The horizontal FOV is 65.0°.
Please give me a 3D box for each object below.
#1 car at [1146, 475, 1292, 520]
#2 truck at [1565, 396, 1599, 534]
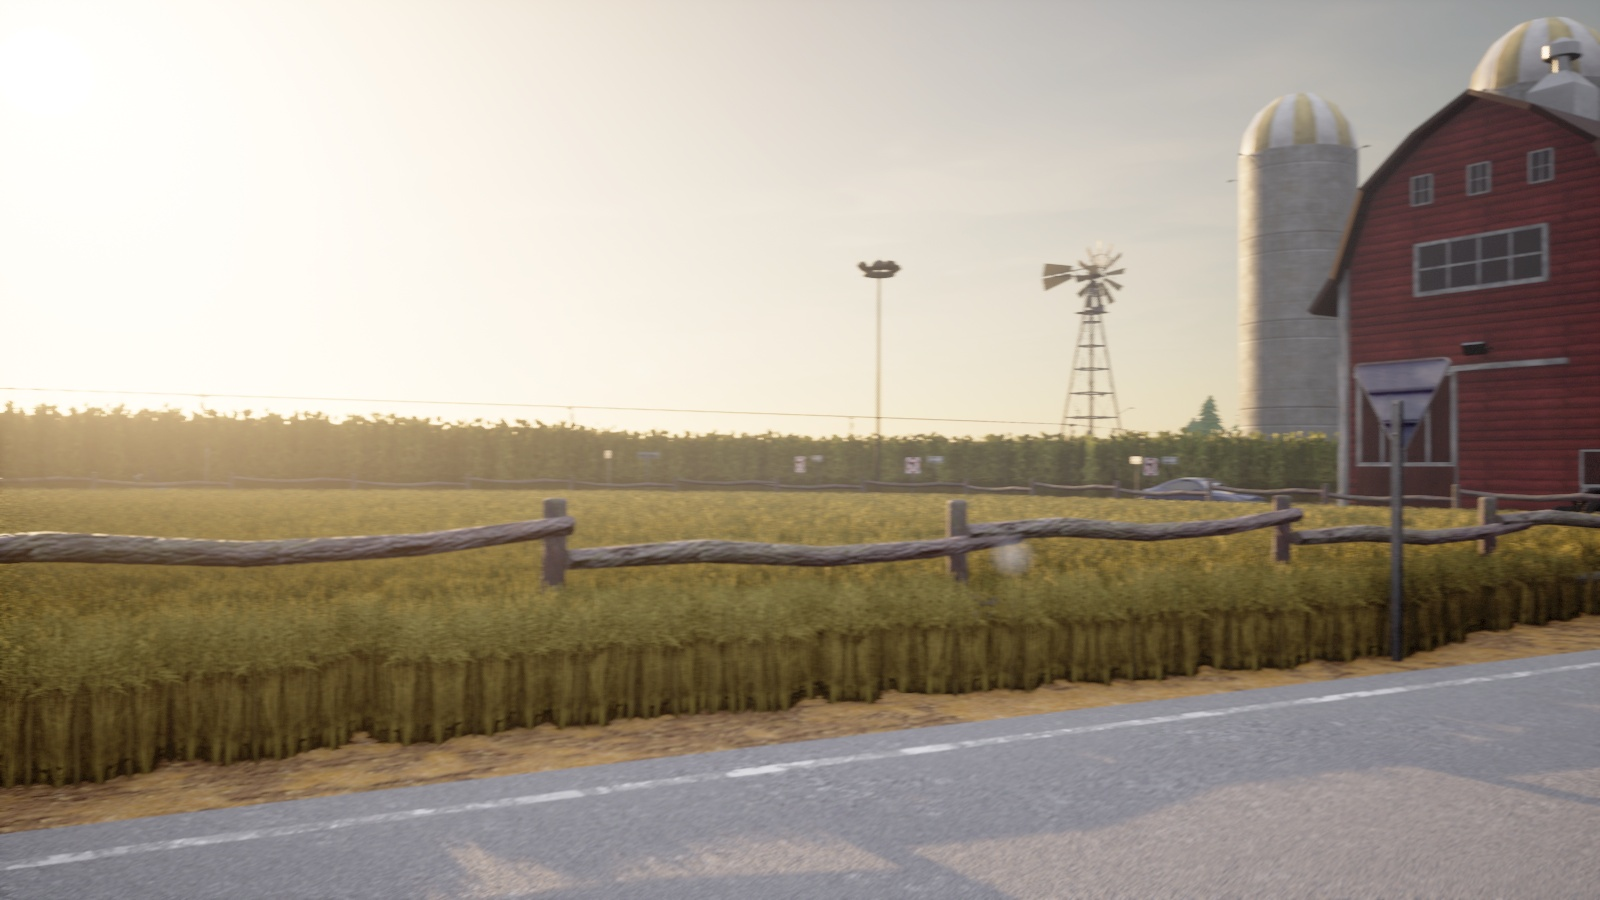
[{"bbox_3d":[14.347,1.583,43.234,1.812,1.442,4.674,1,-1,-33],"label":"car"},{"bbox_3d":[22.991,0.348,29.640,2.891,3.462,7.936,1,-1,-32],"label":"truck"}]
